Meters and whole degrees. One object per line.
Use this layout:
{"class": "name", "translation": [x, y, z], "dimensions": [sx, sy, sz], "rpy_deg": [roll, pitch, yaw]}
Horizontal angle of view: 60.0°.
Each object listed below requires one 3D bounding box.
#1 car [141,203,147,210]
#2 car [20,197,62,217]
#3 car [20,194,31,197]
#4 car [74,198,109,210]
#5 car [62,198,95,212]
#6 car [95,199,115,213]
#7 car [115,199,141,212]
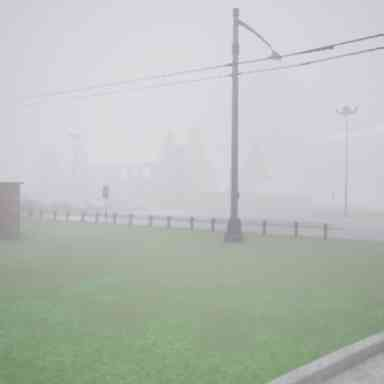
{"class": "car", "translation": [-8.297, 1.697, 44.322], "dimensions": [4.902, 1.511, 2.128], "rpy_deg": [0, 0, 29]}
{"class": "car", "translation": [-15.400, 1.557, 32.253], "dimensions": [4.902, 1.511, 2.128], "rpy_deg": [0, 0, 29]}
{"class": "car", "translation": [-25.532, 1.307, 49.963], "dimensions": [5.566, 2.045, 2.150], "rpy_deg": [0, 0, 29]}
{"class": "car", "translation": [-14.490, 1.673, 47.865], "dimensions": [4.892, 1.490, 1.837], "rpy_deg": [2, 0, 27]}
{"class": "car", "translation": [-13.153, 1.650, 35.006], "dimensions": [5.357, 1.411, 2.033], "rpy_deg": [0, 0, 29]}
{"class": "car", "translation": [-11.479, 1.663, 38.094], "dimensions": [4.674, 1.442, 1.812], "rpy_deg": [0, 0, 29]}
{"class": "car", "translation": [-8.996, 1.777, 40.700], "dimensions": [4.718, 1.301, 1.895], "rpy_deg": [0, 0, 29]}
